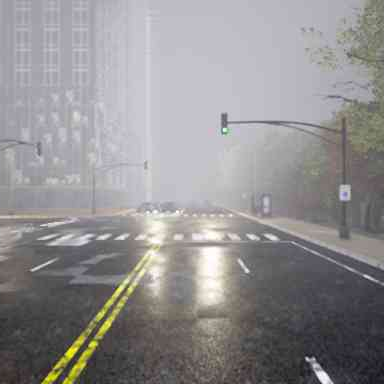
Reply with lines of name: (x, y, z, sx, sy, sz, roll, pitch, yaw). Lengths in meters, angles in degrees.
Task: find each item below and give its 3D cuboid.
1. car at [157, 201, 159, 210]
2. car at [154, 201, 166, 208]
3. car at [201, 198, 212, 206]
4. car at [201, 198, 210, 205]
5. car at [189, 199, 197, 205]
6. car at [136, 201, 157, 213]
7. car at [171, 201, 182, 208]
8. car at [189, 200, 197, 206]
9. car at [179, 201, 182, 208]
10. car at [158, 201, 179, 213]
car: (-6.402, 2.224, 55.791, 2.128, 1.511, 4.902, 0, -1, 1)
car: (-6.312, 2.465, 65.861, 1.895, 1.301, 4.718, 0, -1, 0)
car: (3.468, 2.349, 75.774, 2.097, 1.767, 4.553, 0, -1, 0)
car: (3.496, 2.464, 85.804, 2.097, 1.767, 4.553, 0, -1, 0)
car: (0.246, 2.649, 85.841, 2.033, 1.411, 5.357, 0, -1, 0)
car: (-6.455, 2.137, 46.525, 1.812, 1.442, 4.674, 0, -1, 1)
car: (-3.062, 2.431, 66.057, 1.994, 1.385, 4.181, 0, -1, 0)
car: (0.218, 2.546, 75.811, 1.994, 1.385, 4.181, 0, -1, 0)
car: (-3.149, 2.339, 56.152, 1.895, 1.301, 4.718, 0, -1, 1)
car: (-3.207, 2.093, 46.811, 1.882, 1.535, 5.008, 0, -1, 0)
